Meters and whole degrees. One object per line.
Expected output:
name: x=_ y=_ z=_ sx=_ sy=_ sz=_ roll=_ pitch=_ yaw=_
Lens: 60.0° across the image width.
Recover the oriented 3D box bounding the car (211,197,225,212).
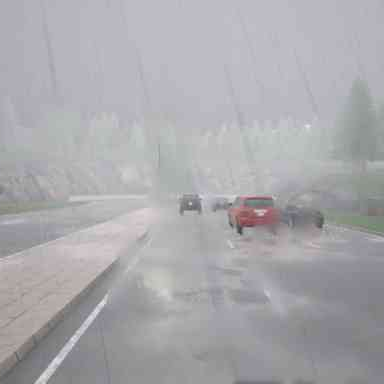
car: x=3.341 y=1.352 z=38.979 sx=2.097 sy=1.767 sz=4.553 roll=0 pitch=0 yaw=0

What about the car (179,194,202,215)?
car: x=-0.134 y=1.222 z=34.296 sx=2.150 sy=2.045 sz=5.566 roll=0 pitch=0 yaw=0

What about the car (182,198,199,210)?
car: x=-0.186 y=1.547 z=44.495 sx=2.033 sy=1.411 sz=5.357 roll=0 pitch=0 yaw=0

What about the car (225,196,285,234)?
car: x=3.465 y=1.221 z=19.508 sx=2.150 sy=2.045 sz=5.566 roll=0 pitch=0 yaw=0

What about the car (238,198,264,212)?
car: x=6.840 y=1.491 z=39.182 sx=2.128 sy=1.511 sz=4.902 roll=0 pitch=0 yaw=0

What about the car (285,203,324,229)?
car: x=6.952 y=1.505 z=21.714 sx=1.837 sy=1.490 sz=4.892 roll=0 pitch=0 yaw=0
